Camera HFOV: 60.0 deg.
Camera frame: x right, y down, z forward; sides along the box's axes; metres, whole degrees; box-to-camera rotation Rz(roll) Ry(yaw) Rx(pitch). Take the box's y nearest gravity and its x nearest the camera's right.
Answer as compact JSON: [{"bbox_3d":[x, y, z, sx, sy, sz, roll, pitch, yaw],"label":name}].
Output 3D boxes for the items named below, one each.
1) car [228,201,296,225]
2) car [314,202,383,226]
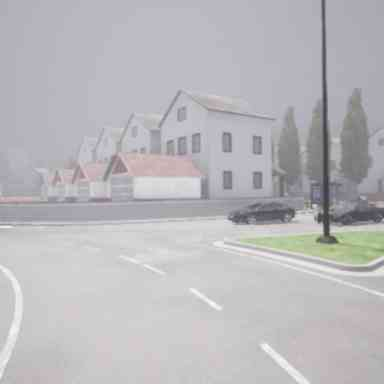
[{"bbox_3d":[4.804,1.385,22.825,4.892,1.490,1.837,-1,1,-24],"label":"car"},{"bbox_3d":[10.443,1.348,21.613,5.357,1.411,2.033,-1,0,-29],"label":"car"}]
